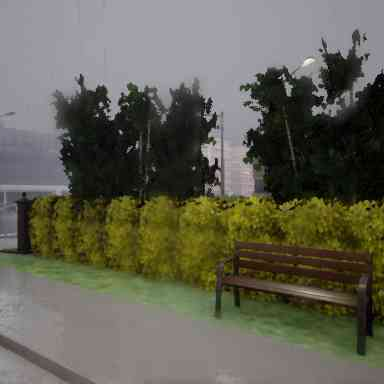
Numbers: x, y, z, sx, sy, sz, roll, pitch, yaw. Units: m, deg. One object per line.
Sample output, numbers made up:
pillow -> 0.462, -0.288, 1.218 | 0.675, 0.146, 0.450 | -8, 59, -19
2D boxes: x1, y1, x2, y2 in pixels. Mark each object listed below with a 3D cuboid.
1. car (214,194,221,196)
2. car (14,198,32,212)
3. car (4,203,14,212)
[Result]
car -> 4.419, 0.837, 65.033 | 1.994, 1.385, 4.181 | 0, 1, 36
car -> -16.119, 1.553, 35.897 | 1.895, 1.301, 4.718 | 0, 0, 36
car -> -18.874, 1.479, 38.046 | 1.812, 1.442, 4.674 | 0, 0, 35
